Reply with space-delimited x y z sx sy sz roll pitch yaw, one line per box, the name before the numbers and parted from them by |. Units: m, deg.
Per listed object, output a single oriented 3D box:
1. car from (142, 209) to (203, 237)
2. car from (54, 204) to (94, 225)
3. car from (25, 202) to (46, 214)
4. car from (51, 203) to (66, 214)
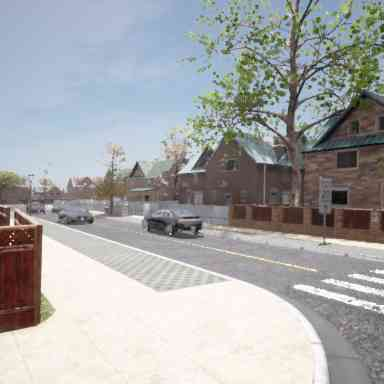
car | -1.296 1.752 19.961 2.128 1.511 4.902 2 -2 -34
car | -9.288 1.859 26.482 1.994 1.385 4.181 2 -2 -34
car | -19.938 2.090 42.340 1.837 1.490 4.892 2 -2 -34
car | -16.606 2.142 42.503 1.994 1.385 4.181 2 -2 -34
